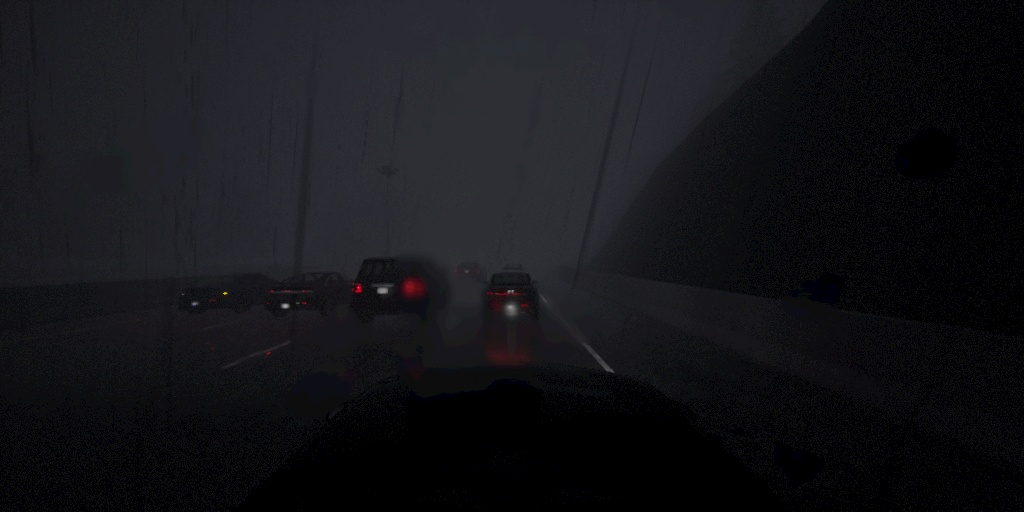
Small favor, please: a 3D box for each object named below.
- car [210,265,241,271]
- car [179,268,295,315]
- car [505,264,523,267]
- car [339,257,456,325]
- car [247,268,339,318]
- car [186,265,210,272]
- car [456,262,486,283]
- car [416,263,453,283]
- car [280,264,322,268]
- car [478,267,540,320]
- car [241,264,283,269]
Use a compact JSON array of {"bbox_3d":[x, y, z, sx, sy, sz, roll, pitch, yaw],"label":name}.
[{"bbox_3d":[-27.635,1.630,36.645,1.812,1.442,4.674,0,0,4],"label":"car"},{"bbox_3d":[-10.571,1.406,14.235,1.812,1.442,4.674,0,0,-1],"label":"car"},{"bbox_3d":[0.183,1.388,30.210,2.128,1.511,4.902,0,0,3],"label":"car"},{"bbox_3d":[-3.534,1.048,12.391,2.150,2.045,5.566,0,0,-1],"label":"car"},{"bbox_3d":[-7.049,1.346,13.519,2.128,1.511,4.902,0,0,-1],"label":"car"},{"bbox_3d":[-31.109,1.676,37.139,2.033,1.411,5.357,0,0,4],"label":"car"},{"bbox_3d":[-3.330,1.268,29.899,2.097,1.767,4.553,0,0,3],"label":"car"},{"bbox_3d":[-6.745,1.424,31.732,1.882,1.535,5.008,0,0,3],"label":"car"},{"bbox_3d":[-20.642,1.660,36.311,1.895,1.301,4.718,0,0,4],"label":"car"},{"bbox_3d":[-0.041,1.313,12.993,1.837,1.490,4.892,0,0,-1],"label":"car"},{"bbox_3d":[-24.154,1.571,36.274,2.128,1.511,4.902,0,0,4],"label":"car"}]
